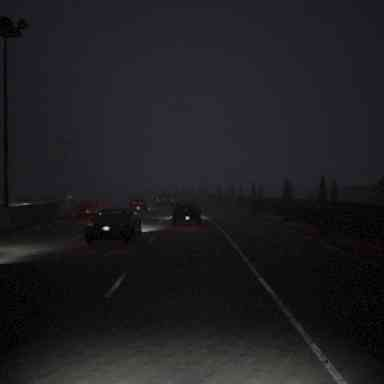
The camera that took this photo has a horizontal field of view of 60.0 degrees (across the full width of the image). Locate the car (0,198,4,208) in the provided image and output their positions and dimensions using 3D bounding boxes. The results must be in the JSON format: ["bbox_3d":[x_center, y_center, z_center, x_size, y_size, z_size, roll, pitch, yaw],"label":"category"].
[{"bbox_3d":[-14.749,1.372,23.019,1.994,1.385,4.181,0,0,-6],"label":"car"}]

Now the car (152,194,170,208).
[{"bbox_3d":[-3.752,0.999,41.452,2.097,1.767,4.553,0,0,-15],"label":"car"}]

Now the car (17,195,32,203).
[{"bbox_3d":[-26.826,1.118,53.481,1.994,1.385,4.181,0,1,-25],"label":"car"}]

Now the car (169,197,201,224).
[{"bbox_3d":[-0.467,1.311,22.676,1.837,1.490,4.892,0,1,-4],"label":"car"}]

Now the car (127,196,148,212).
[{"bbox_3d":[-5.467,1.221,33.491,1.837,1.490,4.892,0,0,-10],"label":"car"}]

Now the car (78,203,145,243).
[{"bbox_3d":[-3.540,1.432,15.465,1.994,1.385,4.181,0,0,-2],"label":"car"}]

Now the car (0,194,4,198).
[{"bbox_3d":[-36.122,0.999,62.793,1.994,1.385,4.181,0,1,-34],"label":"car"}]

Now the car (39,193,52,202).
[{"bbox_3d":[-27.393,0.956,62.118,1.882,1.535,5.008,0,0,-30],"label":"car"}]

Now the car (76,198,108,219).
[{"bbox_3d":[-7.926,1.252,26.769,1.882,1.535,5.008,0,0,-7],"label":"car"}]
